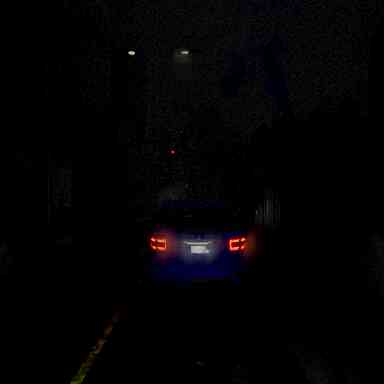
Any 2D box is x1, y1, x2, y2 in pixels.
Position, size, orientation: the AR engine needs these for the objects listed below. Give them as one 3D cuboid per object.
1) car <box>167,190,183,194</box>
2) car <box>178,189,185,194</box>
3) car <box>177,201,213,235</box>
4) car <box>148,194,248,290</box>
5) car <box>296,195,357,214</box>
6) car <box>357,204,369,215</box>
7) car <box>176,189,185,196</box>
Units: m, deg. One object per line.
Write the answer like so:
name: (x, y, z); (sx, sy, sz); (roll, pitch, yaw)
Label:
car: (-2.689, 0.830, 45.206); (2.128, 1.511, 4.902); (0, 2, -1)
car: (-2.606, 0.411, 58.954); (1.882, 1.535, 5.008); (0, 2, 0)
car: (0.128, 1.389, 19.168); (1.837, 1.490, 4.892); (0, 1, 0)
car: (0.116, 1.195, 9.142); (2.150, 2.045, 5.566); (0, 0, 0)
car: (12.836, 1.181, 32.446); (5.009, 1.841, 2.192); (1, 0, 0)
car: (18.234, 1.525, 32.436); (4.206, 1.307, 1.802); (1, 0, 0)
car: (-2.472, 0.059, 73.389); (1.895, 1.301, 4.718); (0, 2, 0)
